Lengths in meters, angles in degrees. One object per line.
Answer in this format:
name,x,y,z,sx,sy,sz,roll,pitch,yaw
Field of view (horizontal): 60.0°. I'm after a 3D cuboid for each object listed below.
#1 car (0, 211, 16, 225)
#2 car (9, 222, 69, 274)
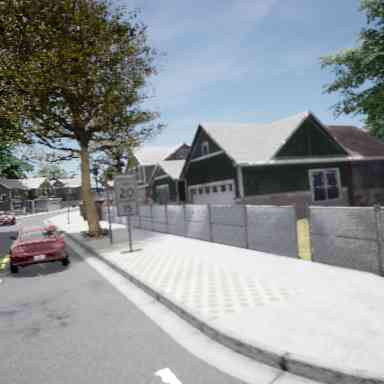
car,-22.098,3.042,39.189,2.097,1.767,4.553,-5,1,-24
car,-5.856,2.007,12.717,1.812,1.442,4.674,-5,0,-25
